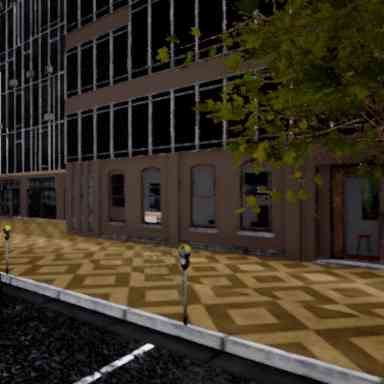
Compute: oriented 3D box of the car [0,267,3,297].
[{"bbox_3d":[-5.838,1.477,7.045,4.097,1.590,1.967,0,0,36],"label":"car"}]
